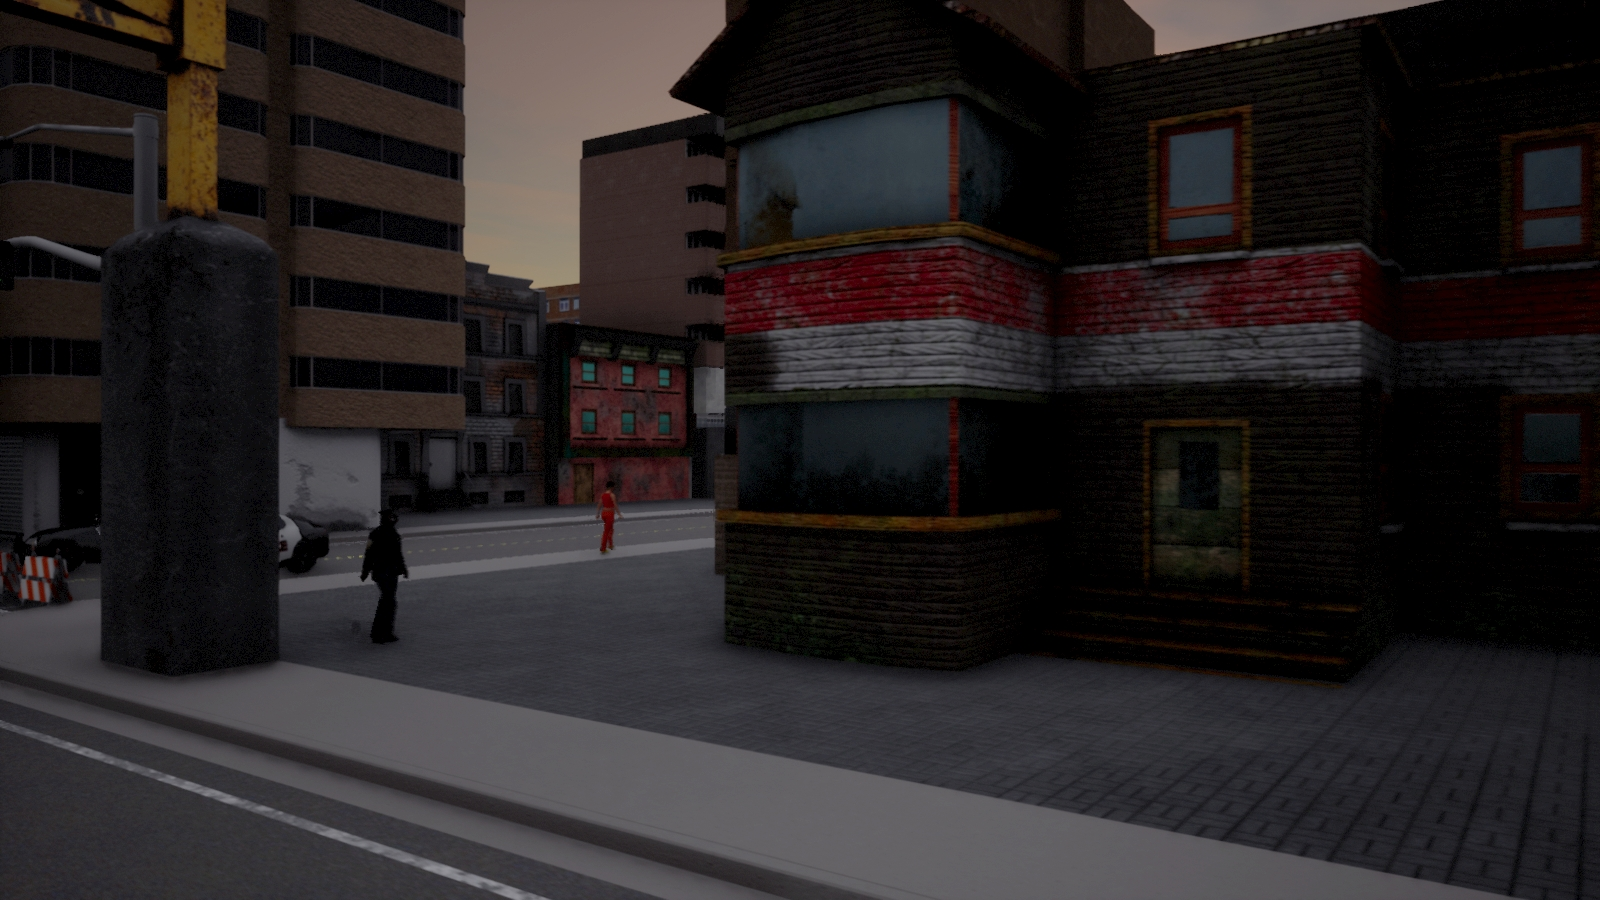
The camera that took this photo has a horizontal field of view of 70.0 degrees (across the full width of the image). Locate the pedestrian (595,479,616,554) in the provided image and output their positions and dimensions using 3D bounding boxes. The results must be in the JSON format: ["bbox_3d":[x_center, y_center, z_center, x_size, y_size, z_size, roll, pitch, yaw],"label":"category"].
[{"bbox_3d":[-4.901,1.676,28.800,0.375,1.860,0.375,0,0,34],"label":"pedestrian"}]

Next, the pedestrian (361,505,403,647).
[{"bbox_3d":[-5.640,1.686,15.415,0.375,1.860,0.375,0,0,28],"label":"pedestrian"}]
